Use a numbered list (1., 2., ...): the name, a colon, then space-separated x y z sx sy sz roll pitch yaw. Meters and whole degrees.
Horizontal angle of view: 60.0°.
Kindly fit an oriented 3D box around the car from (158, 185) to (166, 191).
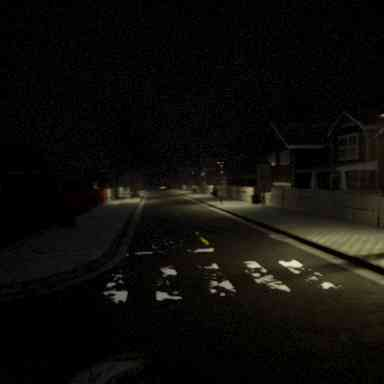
1. car: -8.471 -1.028 94.968 2.128 1.511 4.902 -2 2 -7
